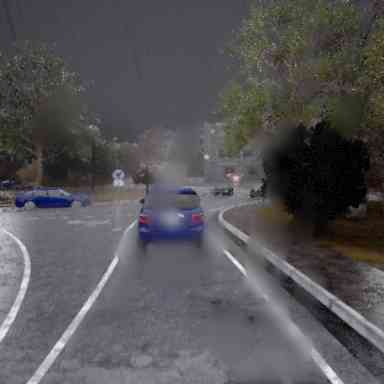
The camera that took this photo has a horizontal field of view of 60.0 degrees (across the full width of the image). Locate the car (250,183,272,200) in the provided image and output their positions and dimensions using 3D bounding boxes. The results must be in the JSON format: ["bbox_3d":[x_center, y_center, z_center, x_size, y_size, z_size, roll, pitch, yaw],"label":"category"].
[{"bbox_3d":[8.241,-0.228,34.323,4.553,1.767,2.097,-2,4,-30],"label":"car"}]

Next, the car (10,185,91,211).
[{"bbox_3d":[-9.888,0.477,23.913,5.008,1.535,1.882,-1,4,-11],"label":"car"}]

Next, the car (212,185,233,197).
[{"bbox_3d":[3.569,-0.175,37.860,1.895,1.301,4.718,1,3,13],"label":"car"}]

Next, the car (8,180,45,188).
[{"bbox_3d":[-26.724,-1.178,54.580,4.902,1.511,2.128,-2,4,-43],"label":"car"}]

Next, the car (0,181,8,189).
[{"bbox_3d":[-30.212,-1.263,55.522,1.882,1.535,5.008,3,3,42],"label":"car"}]

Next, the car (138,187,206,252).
[{"bbox_3d":[-0.774,0.832,12.383,2.150,2.045,5.566,0,3,-4],"label":"car"}]
